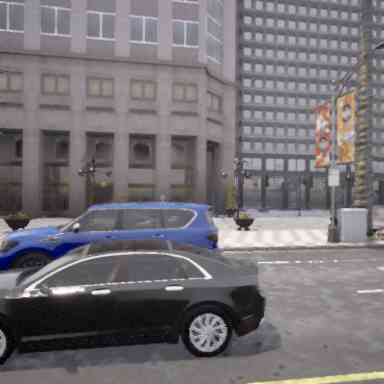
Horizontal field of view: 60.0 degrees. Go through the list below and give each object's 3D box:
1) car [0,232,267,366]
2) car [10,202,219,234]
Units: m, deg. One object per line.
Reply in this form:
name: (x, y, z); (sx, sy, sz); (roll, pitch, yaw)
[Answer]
car: (-1.284, 1.547, 5.283); (4.892, 1.490, 1.837); (0, -1, -8)
car: (-1.989, 1.293, 8.777); (5.566, 2.045, 2.150); (1, -1, -9)
